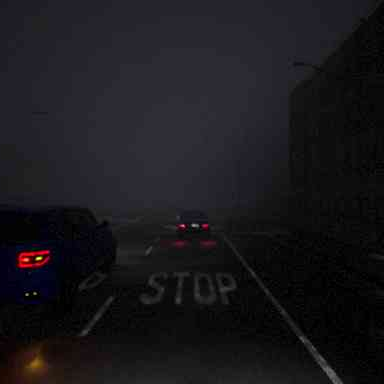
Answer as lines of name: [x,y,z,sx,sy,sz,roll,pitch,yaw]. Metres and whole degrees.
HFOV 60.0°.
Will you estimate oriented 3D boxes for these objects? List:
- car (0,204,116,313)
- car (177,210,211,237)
car: [-3.399,1.301,7.961,2.150,2.045,5.566,0,-1,0]
car: [0.097,1.753,19.258,2.033,1.411,5.357,0,-1,0]
